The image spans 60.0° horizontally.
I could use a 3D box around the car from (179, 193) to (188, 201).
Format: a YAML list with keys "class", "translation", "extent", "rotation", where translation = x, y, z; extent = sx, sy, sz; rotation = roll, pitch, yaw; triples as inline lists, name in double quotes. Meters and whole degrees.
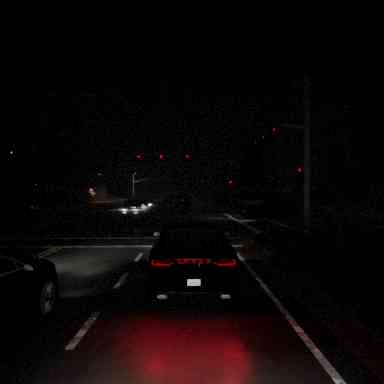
- class: "car"
  translation: [-2.165, 1.225, 83.712]
  extent: [2.150, 2.045, 5.566]
  rotation: [0, 0, -1]

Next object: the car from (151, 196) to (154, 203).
- class: "car"
  translation: [-8.752, 1.491, 66.807]
  extent: [2.128, 1.511, 4.902]
  rotation: [0, 0, -1]

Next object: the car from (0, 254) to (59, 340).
- class: "car"
  translation: [-3.468, 1.492, 4.469]
  extent: [2.128, 1.511, 4.902]
  rotation: [0, 0, 0]

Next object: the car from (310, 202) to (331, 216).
- class: "car"
  translation: [10.859, 1.601, 32.434]
  extent: [4.718, 1.301, 1.895]
  rotation: [0, 0, -2]

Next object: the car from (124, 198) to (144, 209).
- class: "car"
  translation: [-8.285, 1.526, 46.500]
  extent: [1.812, 1.442, 4.674]
  rotation: [0, 0, -1]

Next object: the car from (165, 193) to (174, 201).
- class: "car"
  translation: [-5.705, 1.270, 85.229]
  extent: [2.097, 1.767, 4.553]
  rotation: [0, 0, -1]

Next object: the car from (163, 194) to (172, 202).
- class: "car"
  translation: [-5.430, 1.533, 74.624]
  extent: [2.033, 1.411, 5.357]
  rotation: [0, 0, -1]

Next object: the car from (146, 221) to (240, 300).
- class: "car"
  translation: [0.000, 1.478, 8.461]
  extent: [1.882, 1.535, 5.008]
  rotation: [0, 0, -1]

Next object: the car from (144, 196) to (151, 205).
- class: "car"
  translation: [-8.540, 1.601, 56.381]
  extent: [1.895, 1.301, 4.718]
  rotation: [0, 0, -1]

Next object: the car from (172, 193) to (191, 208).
- class: "car"
  translation: [-1.313, 1.221, 49.335]
  extent: [2.150, 2.045, 5.566]
  rotation: [0, 0, 1]

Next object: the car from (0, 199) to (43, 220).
- class: "car"
  translation: [-14.948, 1.352, 27.543]
  extent: [4.553, 1.767, 2.097]
  rotation: [0, 0, -2]

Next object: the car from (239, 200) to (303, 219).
- class: "car"
  translation: [6.575, 1.478, 28.619]
  extent: [5.008, 1.535, 1.882]
  rotation: [0, 0, -4]
